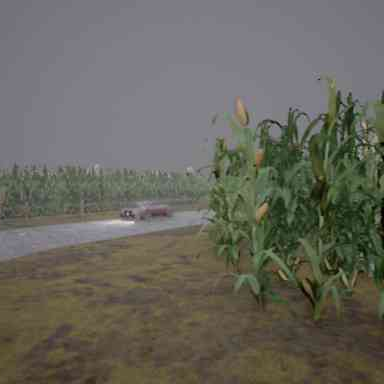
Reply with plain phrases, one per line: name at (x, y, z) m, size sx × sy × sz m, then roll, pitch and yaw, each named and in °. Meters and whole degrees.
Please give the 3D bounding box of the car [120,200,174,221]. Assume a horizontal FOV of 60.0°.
car at (-3.210, 1.282, 24.282) m, size 1.994 × 1.385 × 4.181 m, roll 1°, pitch 2°, yaw 36°
